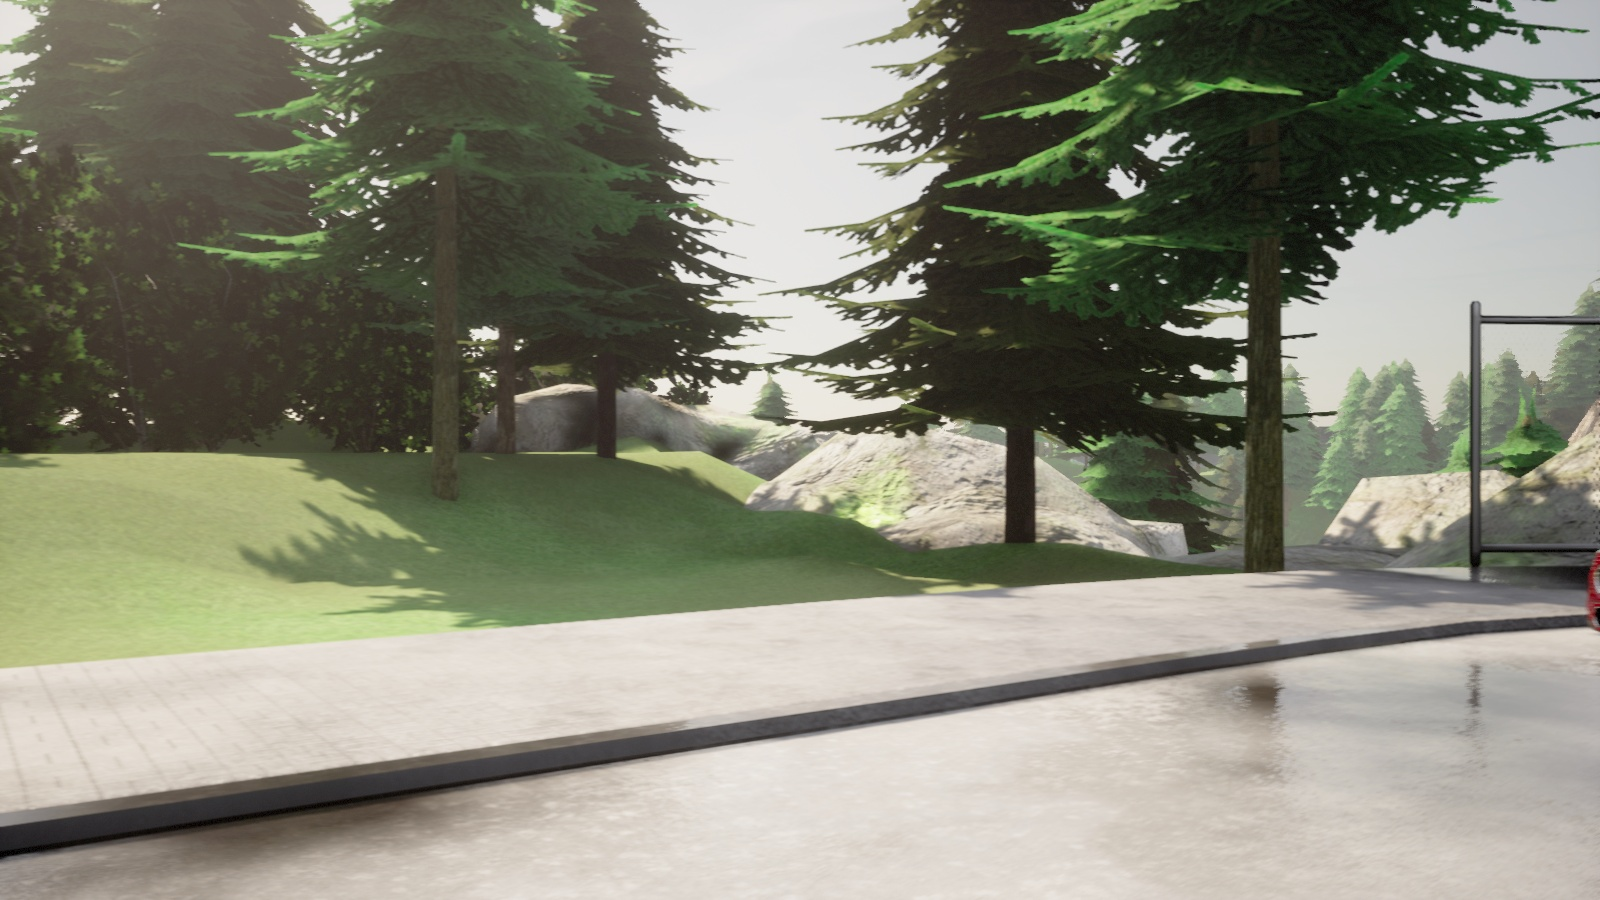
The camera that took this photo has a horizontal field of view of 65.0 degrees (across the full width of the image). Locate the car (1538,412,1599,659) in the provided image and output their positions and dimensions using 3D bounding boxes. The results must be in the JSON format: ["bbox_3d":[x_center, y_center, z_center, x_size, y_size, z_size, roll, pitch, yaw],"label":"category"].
[{"bbox_3d":[8.028,0.610,8.817,4.553,1.767,2.097,0,0,-6],"label":"car"}]
